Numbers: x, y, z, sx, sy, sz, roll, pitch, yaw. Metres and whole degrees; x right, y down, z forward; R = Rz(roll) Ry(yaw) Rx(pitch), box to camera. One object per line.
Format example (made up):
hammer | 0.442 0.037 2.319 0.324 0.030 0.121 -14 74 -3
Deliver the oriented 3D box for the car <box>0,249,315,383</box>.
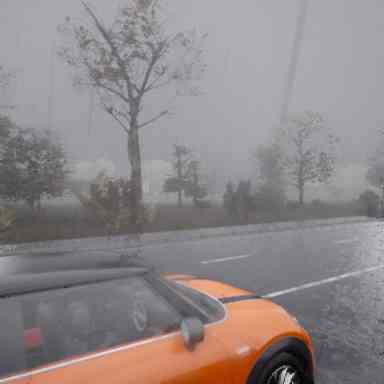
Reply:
car | -0.914 1.348 3.054 4.553 1.767 2.097 0 0 -36
